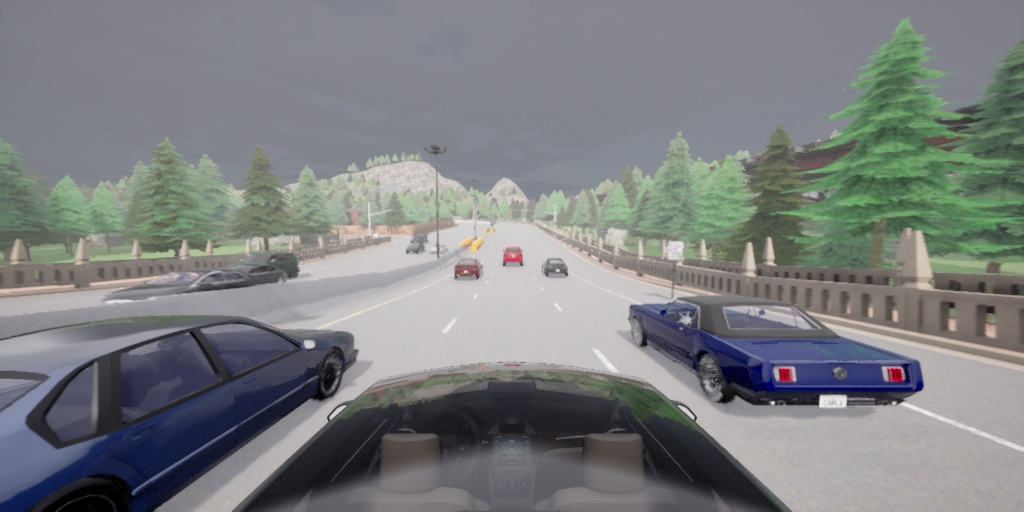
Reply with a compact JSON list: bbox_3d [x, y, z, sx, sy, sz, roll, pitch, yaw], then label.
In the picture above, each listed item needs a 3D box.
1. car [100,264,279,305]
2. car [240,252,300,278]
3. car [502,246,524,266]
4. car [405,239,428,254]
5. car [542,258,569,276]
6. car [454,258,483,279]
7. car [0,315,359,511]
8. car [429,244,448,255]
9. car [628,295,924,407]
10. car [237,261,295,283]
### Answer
[{"bbox_3d":[-10.595,1.198,12.024,2.128,1.511,4.902,0,0,0],"label":"car"},{"bbox_3d":[-17.591,0.770,25.632,2.150,2.045,5.566,0,2,0],"label":"car"},{"bbox_3d":[0.112,-0.127,40.236,2.150,2.045,5.566,0,5,0],"label":"car"},{"bbox_3d":[-14.035,-1.197,52.307,1.882,1.535,5.008,0,7,1],"label":"car"},{"bbox_3d":[3.609,0.861,30.529,1.812,1.442,4.674,0,3,0],"label":"car"},{"bbox_3d":[-3.391,0.899,28.745,1.882,1.535,5.008,0,3,0],"label":"car"},{"bbox_3d":[-3.400,1.291,3.348,2.033,1.411,5.357,0,0,0],"label":"car"},{"bbox_3d":[-10.543,-1.007,51.751,1.895,1.301,4.718,0,7,1],"label":"car"},{"bbox_3d":[3.602,1.331,6.237,1.895,1.301,4.718,0,0,0],"label":"car"},{"bbox_3d":[-14.092,1.181,19.067,1.837,1.490,4.892,0,0,0],"label":"car"}]
